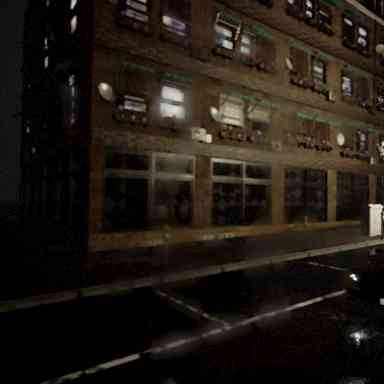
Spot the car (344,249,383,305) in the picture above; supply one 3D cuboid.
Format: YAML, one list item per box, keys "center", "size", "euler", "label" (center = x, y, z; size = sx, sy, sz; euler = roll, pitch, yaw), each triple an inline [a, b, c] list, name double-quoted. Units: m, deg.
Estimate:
- center: [5.620, 1.572, 7.402]
  size: [5.357, 1.411, 2.033]
  euler: [0, 0, -36]
  label: "car"
